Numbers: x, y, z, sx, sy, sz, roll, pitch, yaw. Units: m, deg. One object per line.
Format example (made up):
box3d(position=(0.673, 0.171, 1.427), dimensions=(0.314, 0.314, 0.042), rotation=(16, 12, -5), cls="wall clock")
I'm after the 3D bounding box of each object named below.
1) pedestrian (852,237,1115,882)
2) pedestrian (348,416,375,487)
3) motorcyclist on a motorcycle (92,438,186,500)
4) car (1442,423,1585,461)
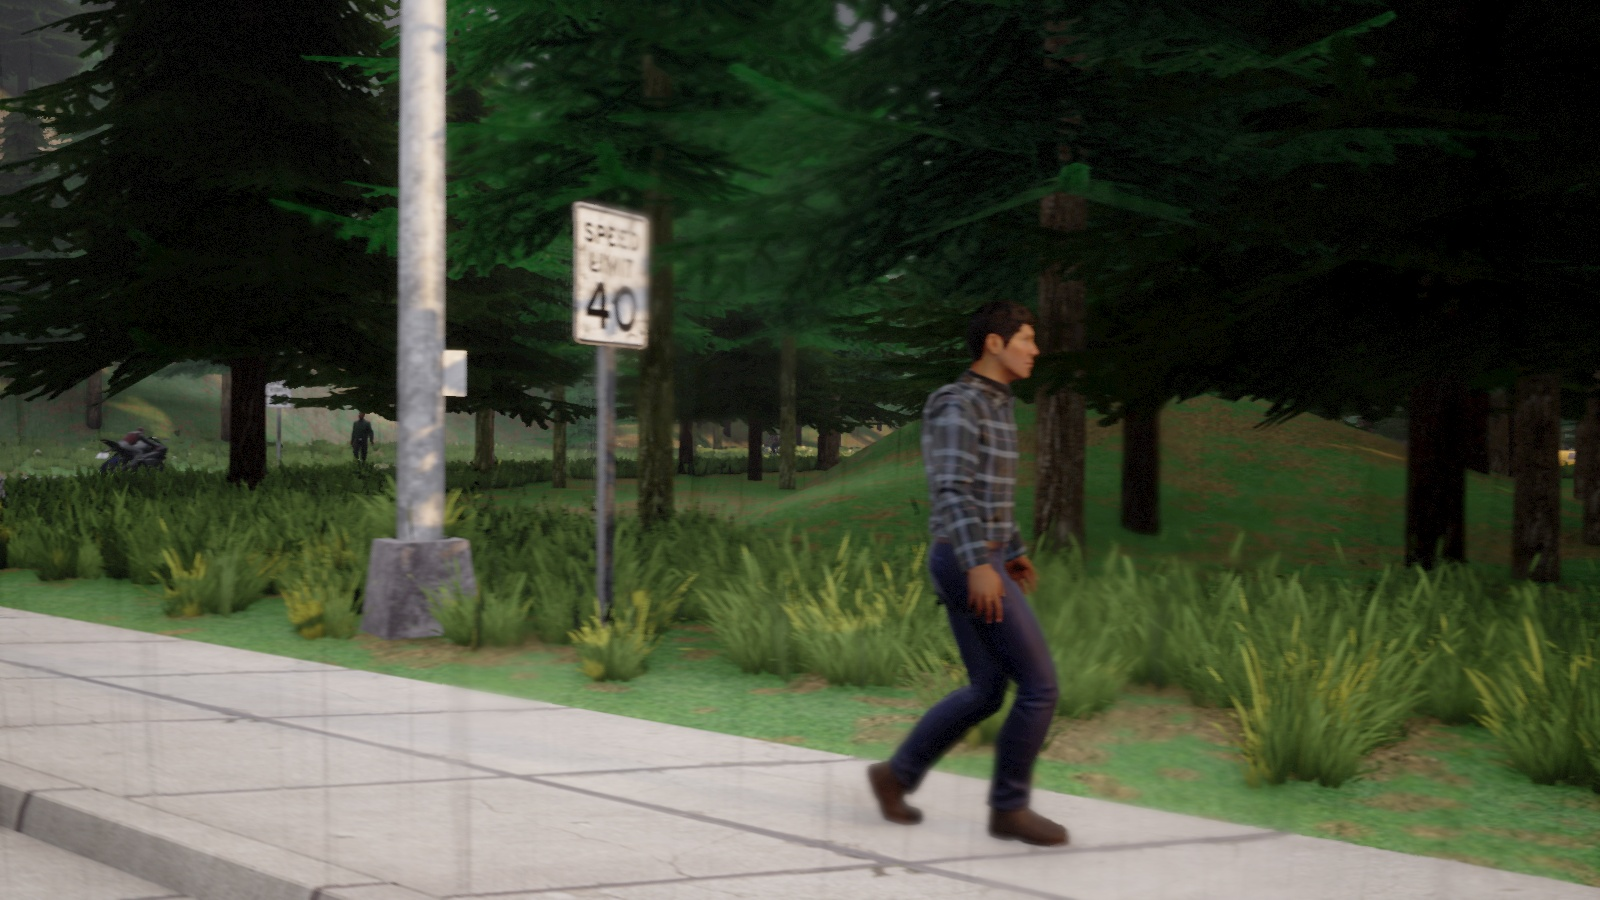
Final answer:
box3d(position=(0.611, 0.332, 4.102), dimensions=(0.788, 1.949, 0.423), rotation=(0, 1, 16), cls="pedestrian")
box3d(position=(-12.186, 0.027, 34.917), dimensions=(0.423, 1.949, 0.788), rotation=(0, 1, 2), cls="pedestrian")
box3d(position=(-17.336, 0.473, 32.985), dimensions=(0.866, 1.530, 2.191), rotation=(1, 1, 18), cls="motorcyclist on a motorcycle")
box3d(position=(31.341, -0.366, 55.240), dimensions=(5.366, 1.575, 1.801), rotation=(0, 1, 33), cls="car")
